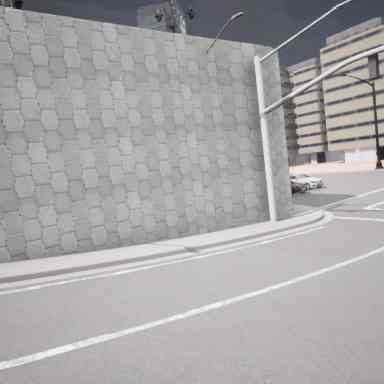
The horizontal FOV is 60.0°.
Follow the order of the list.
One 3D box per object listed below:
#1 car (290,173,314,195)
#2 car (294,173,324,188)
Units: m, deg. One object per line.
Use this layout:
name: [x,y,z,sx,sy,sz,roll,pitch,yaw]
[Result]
car: [7.365,-0.462,27.875,1.812,1.442,4.674,-10,6,-35]
car: [9.717,-0.978,30.517,1.812,1.442,4.674,-10,6,-35]
